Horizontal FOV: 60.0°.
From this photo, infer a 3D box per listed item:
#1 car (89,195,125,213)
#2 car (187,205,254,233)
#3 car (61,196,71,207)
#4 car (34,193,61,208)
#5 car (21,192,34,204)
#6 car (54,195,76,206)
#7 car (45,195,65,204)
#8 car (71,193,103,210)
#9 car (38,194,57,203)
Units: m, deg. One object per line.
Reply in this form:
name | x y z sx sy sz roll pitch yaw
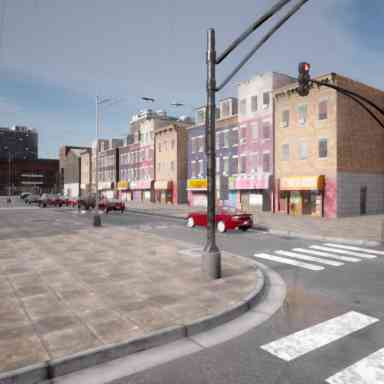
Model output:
car | -7.964 1.244 31.973 1.887 1.381 4.507 1 0 -35
car | 1.442 1.403 18.647 1.887 1.381 4.507 1 0 -35
car | -14.236 1.183 40.858 1.802 1.307 4.206 0 0 -35
car | -17.714 0.936 41.283 2.097 1.767 4.553 0 1 -35
car | -23.573 1.046 49.502 2.033 1.411 5.357 0 1 -35
car | -17.371 1.136 45.299 1.802 1.307 4.206 0 0 -35
car | -20.506 1.090 49.742 1.802 1.307 4.206 0 0 -35
car | -11.097 0.964 36.414 2.192 1.841 5.009 1 0 -35
car | -23.641 1.014 54.184 2.008 1.369 4.403 0 0 -35
